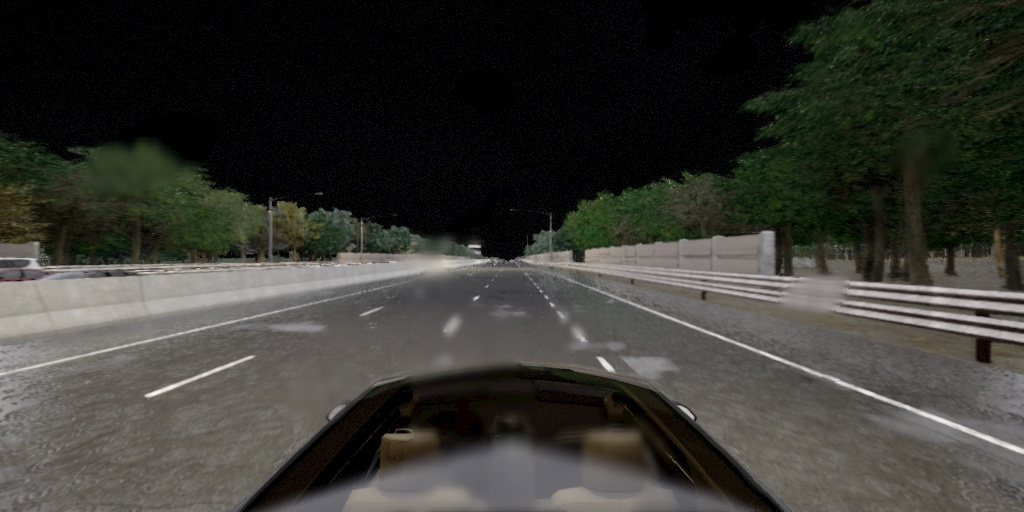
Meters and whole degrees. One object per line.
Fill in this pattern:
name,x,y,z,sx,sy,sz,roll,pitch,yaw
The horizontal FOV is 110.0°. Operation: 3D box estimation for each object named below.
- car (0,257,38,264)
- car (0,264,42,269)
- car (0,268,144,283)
car,-28.085,1.075,18.376,2.150,2.045,5.566,0,0,0
car,-24.590,1.325,17.205,1.882,1.535,5.008,0,0,0
car,-17.593,1.338,14.763,1.837,1.490,4.892,0,0,0
